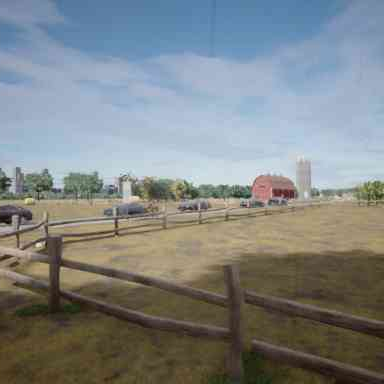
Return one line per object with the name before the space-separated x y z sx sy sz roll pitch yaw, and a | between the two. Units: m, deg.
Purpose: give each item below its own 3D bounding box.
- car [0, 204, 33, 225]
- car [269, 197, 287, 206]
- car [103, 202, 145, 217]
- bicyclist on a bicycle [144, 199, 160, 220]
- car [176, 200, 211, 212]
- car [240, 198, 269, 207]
car | -13.301 1.591 22.297 1.837 1.490 4.892 -2 -1 35
car | 14.574 1.608 56.669 1.837 1.490 4.892 -2 -2 35
car | -6.475 1.668 31.955 1.994 1.385 4.181 -2 -1 35
bicyclist on a bicycle | -3.160 1.415 26.297 1.656 1.620 0.582 0 0 35
car | 0.348 1.667 41.548 2.033 1.411 5.357 -2 -1 36
car | 8.873 1.602 48.553 2.033 1.411 5.357 -2 -1 36
